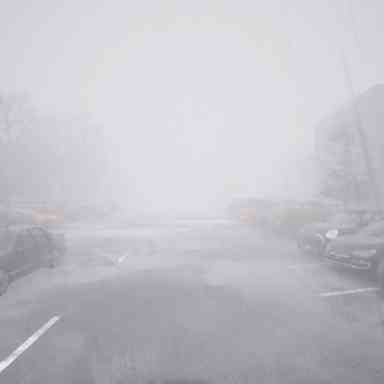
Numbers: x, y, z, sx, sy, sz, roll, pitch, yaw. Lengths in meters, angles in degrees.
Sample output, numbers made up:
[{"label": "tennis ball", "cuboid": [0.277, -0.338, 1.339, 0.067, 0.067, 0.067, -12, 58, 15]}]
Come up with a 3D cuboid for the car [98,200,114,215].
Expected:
[{"label": "car", "cuboid": [-11.415, 1.990, 36.742, 4.674, 1.452, 2.002, 0, -1, -20]}]

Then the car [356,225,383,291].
[{"label": "car", "cuboid": [6.387, 1.597, 7.302, 4.792, 1.488, 2.163, 1, 0, -20]}]

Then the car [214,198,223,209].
[{"label": "car", "cuboid": [6.573, 2.179, 51.372, 5.366, 1.575, 1.946, 1, -1, -20]}]

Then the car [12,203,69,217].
[{"label": "car", "cuboid": [-11.231, 1.740, 22.085, 5.366, 1.575, 1.946, -1, -1, -20]}]

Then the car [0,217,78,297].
[{"label": "car", "cuboid": [-5.102, 1.650, 9.023, 2.033, 1.411, 5.357, 0, -1, 0]}]

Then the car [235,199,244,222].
[{"label": "car", "cuboid": [6.379, 1.692, 27.843, 4.553, 1.767, 2.185, 1, -1, -20]}]

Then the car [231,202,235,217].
[{"label": "car", "cuboid": [6.408, 1.900, 30.778, 4.674, 1.452, 2.002, 1, -1, -20]}]

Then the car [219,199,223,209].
[{"label": "car", "cuboid": [6.369, 2.066, 42.507, 4.792, 1.488, 2.163, 1, -1, -20]}]

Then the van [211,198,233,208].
[{"label": "van", "cuboid": [6.435, 2.401, 71.883, 4.442, 1.987, 1.878, 2, -3, -20]}]

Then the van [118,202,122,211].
[{"label": "van", "cuboid": [-11.306, 1.816, 42.675, 4.442, 1.987, 1.878, 0, -1, -20]}]

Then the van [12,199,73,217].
[{"label": "van", "cuboid": [-11.517, 1.559, 24.924, 4.442, 1.987, 1.878, -1, -1, -20]}]

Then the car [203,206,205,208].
[{"label": "car", "cuboid": [6.237, 3.237, 83.516, 5.008, 1.535, 2.097, 2, -4, -21]}]

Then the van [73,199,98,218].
[{"label": "van", "cuboid": [-11.304, 1.638, 30.900, 4.442, 1.987, 1.878, -1, -1, -20]}]

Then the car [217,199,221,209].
[{"label": "car", "cuboid": [6.574, 2.084, 45.512, 5.366, 1.575, 1.946, 1, -1, -20]}]

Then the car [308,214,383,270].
[{"label": "car", "cuboid": [6.420, 1.602, 10.249, 4.892, 1.521, 2.231, 1, 0, -20]}]

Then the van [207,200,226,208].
[{"label": "van", "cuboid": [6.311, 3.220, 86.497, 4.442, 1.987, 1.878, 2, -5, -21]}]

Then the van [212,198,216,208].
[{"label": "van", "cuboid": [6.283, 2.047, 57.135, 4.442, 1.987, 1.878, 1, -1, -20]}]

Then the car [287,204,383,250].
[{"label": "car", "cuboid": [6.445, 1.510, 13.190, 4.553, 1.767, 2.185, 1, 0, -20]}]

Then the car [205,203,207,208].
[{"label": "car", "cuboid": [6.453, 2.892, 77.745, 5.366, 1.575, 1.946, 2, -3, -20]}]

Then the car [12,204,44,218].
[{"label": "car", "cuboid": [-11.396, 1.708, 19.076, 4.892, 1.521, 2.231, -1, 0, -20]}]

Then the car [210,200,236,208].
[{"label": "car", "cuboid": [6.333, 2.520, 68.913, 4.892, 1.521, 2.231, 2, -3, -20]}]

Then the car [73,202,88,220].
[{"label": "car", "cuboid": [-11.403, 1.862, 27.904, 4.674, 1.452, 2.002, -1, -1, -20]}]

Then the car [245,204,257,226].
[{"label": "car", "cuboid": [6.403, 1.741, 21.982, 5.008, 1.535, 2.097, 1, -1, -20]}]

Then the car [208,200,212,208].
[{"label": "car", "cuboid": [6.208, 2.316, 60.046, 5.366, 1.575, 1.946, 1, -1, -20]}]

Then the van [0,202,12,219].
[{"label": "van", "cuboid": [-11.511, 1.448, 16.089, 4.442, 1.987, 1.878, -1, 0, -20]}]

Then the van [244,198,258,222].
[{"label": "van", "cuboid": [6.519, 1.556, 24.962, 4.442, 1.987, 1.878, 1, -1, -20]}]

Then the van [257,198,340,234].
[{"label": "van", "cuboid": [6.306, 1.476, 19.007, 4.442, 1.987, 1.878, 1, -1, -20]}]

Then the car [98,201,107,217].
[{"label": "car", "cuboid": [-11.411, 1.947, 33.797, 4.674, 1.452, 2.002, -1, -1, -20]}]

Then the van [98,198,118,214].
[{"label": "van", "cuboid": [-11.522, 1.771, 39.642, 4.442, 1.987, 1.878, 0, -1, -20]}]

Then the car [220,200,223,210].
[{"label": "car", "cuboid": [6.395, 1.992, 39.581, 4.892, 1.521, 2.231, 1, -1, -20]}]

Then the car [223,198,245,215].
[{"label": "car", "cuboid": [6.434, 1.652, 33.731, 5.566, 2.045, 2.435, 1, -1, -20]}]

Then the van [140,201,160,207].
[{"label": "van", "cuboid": [-11.529, 3.403, 88.523, 4.442, 1.987, 1.878, 1, -5, -21]}]
